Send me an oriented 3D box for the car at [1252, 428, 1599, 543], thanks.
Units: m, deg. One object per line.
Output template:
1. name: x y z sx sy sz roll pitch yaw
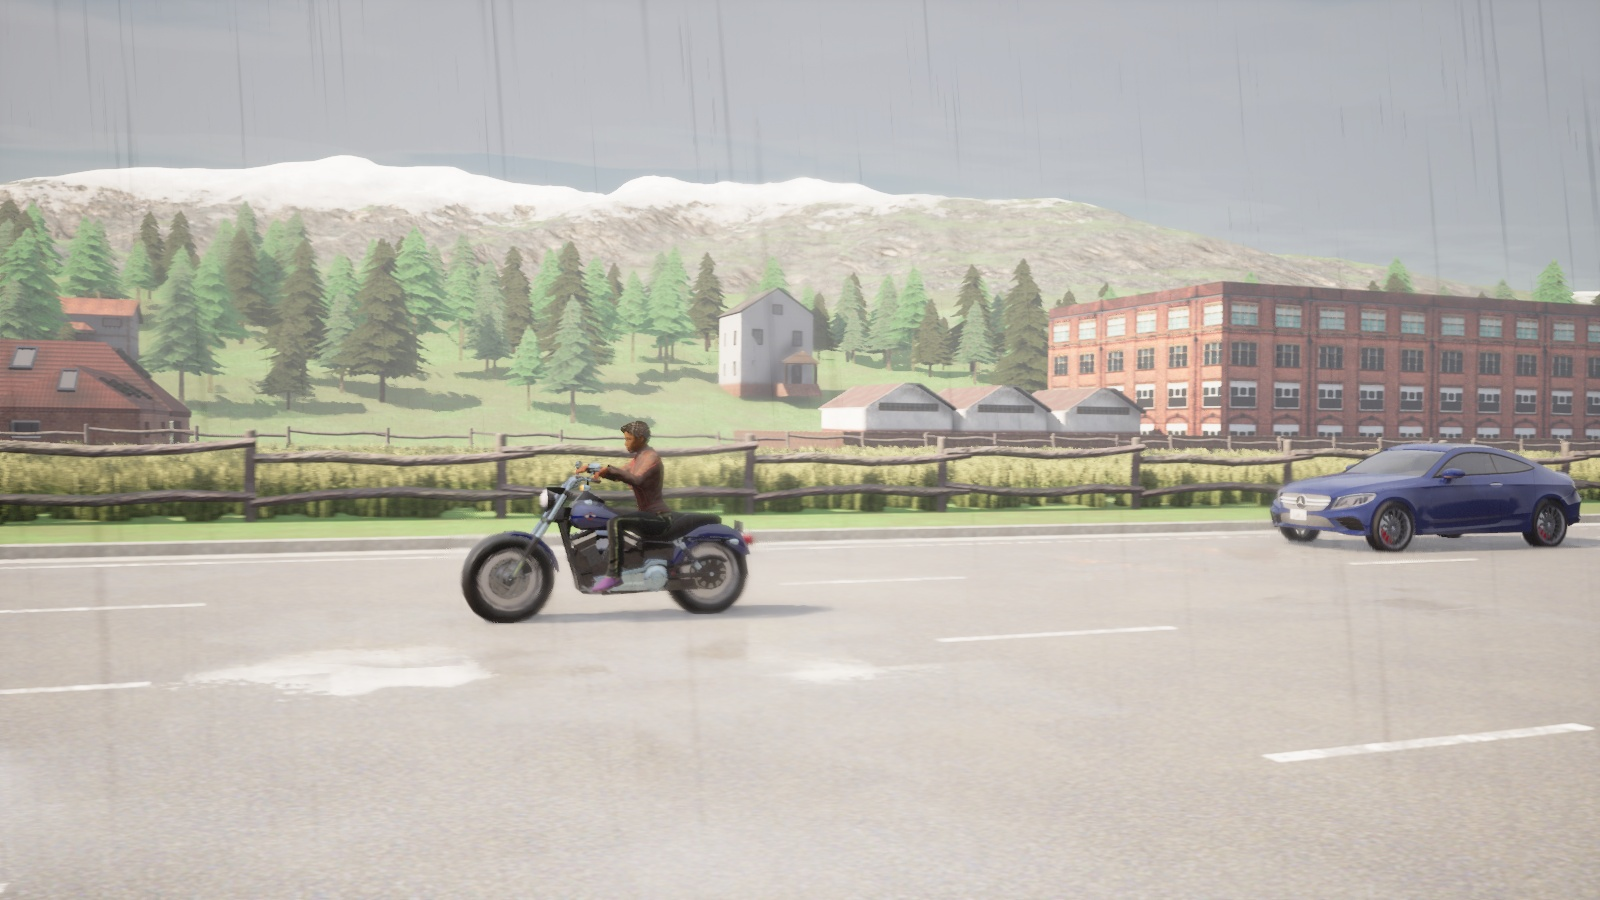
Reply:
1. car: 8.953 0.436 17.869 4.674 1.442 1.812 -1 1 -21

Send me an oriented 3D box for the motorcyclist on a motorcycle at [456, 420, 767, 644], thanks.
1. motorcyclist on a motorcycle: -1.515 0.600 10.151 2.350 1.649 0.766 -1 1 -21
